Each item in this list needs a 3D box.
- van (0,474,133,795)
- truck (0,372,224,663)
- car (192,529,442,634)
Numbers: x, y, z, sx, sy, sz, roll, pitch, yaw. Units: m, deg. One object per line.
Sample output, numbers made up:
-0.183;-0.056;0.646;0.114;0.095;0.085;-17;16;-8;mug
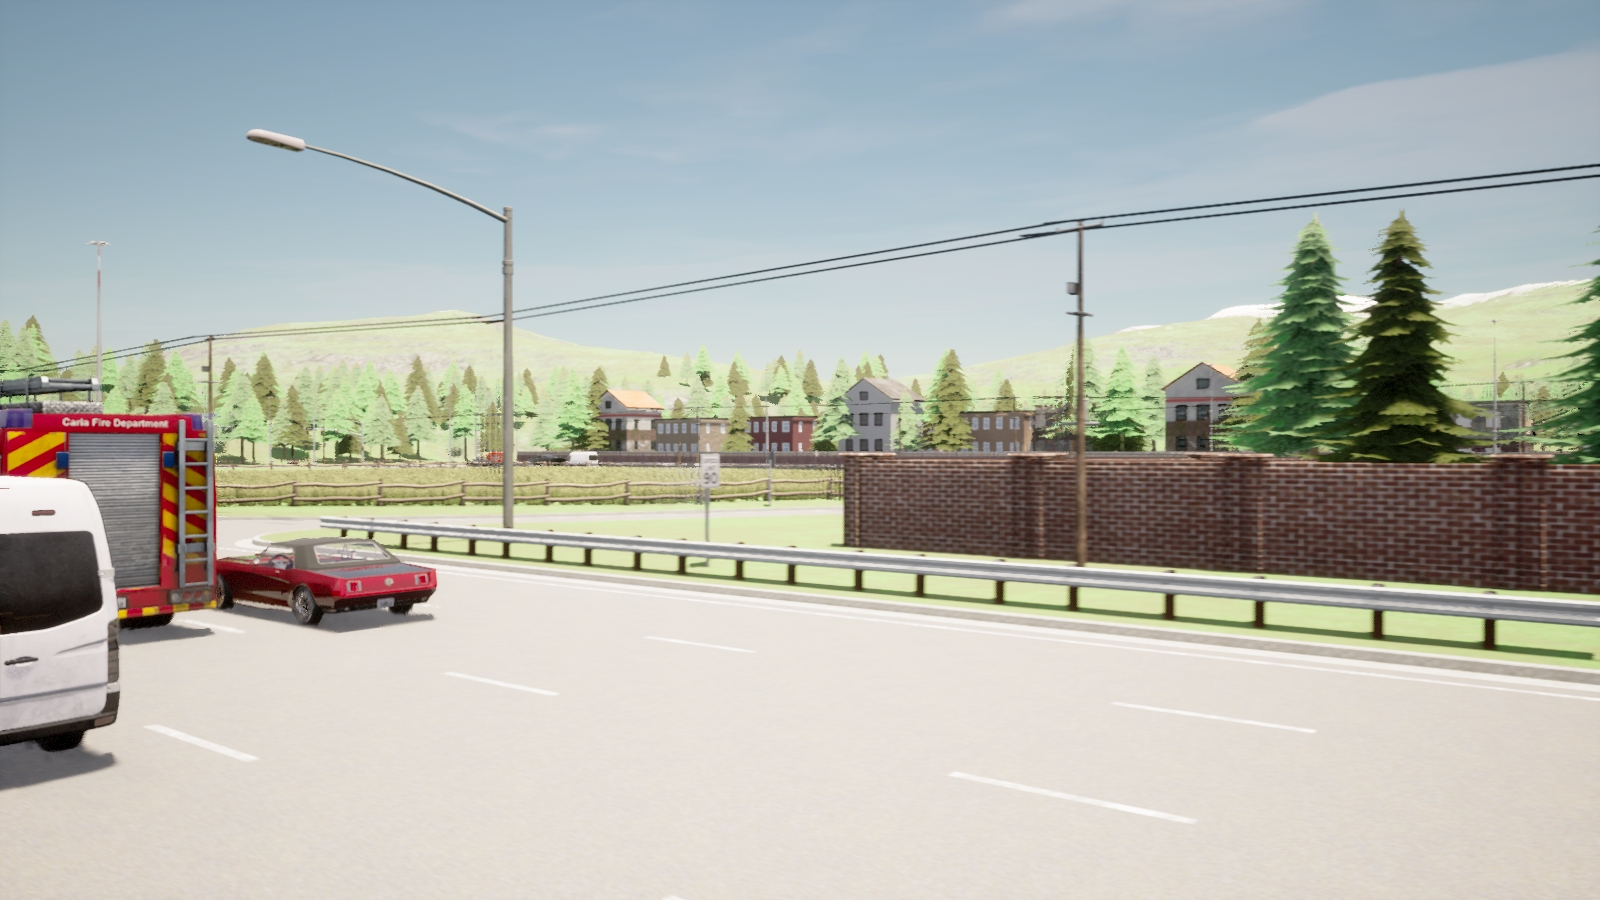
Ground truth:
-8.849;1.535;11.148;5.915;2.561;1.988;0;0;38;van
-12.969;0.891;18.784;8.468;3.827;2.891;0;0;38;truck
-8.377;2.155;19.643;4.718;1.301;1.895;0;0;38;car
